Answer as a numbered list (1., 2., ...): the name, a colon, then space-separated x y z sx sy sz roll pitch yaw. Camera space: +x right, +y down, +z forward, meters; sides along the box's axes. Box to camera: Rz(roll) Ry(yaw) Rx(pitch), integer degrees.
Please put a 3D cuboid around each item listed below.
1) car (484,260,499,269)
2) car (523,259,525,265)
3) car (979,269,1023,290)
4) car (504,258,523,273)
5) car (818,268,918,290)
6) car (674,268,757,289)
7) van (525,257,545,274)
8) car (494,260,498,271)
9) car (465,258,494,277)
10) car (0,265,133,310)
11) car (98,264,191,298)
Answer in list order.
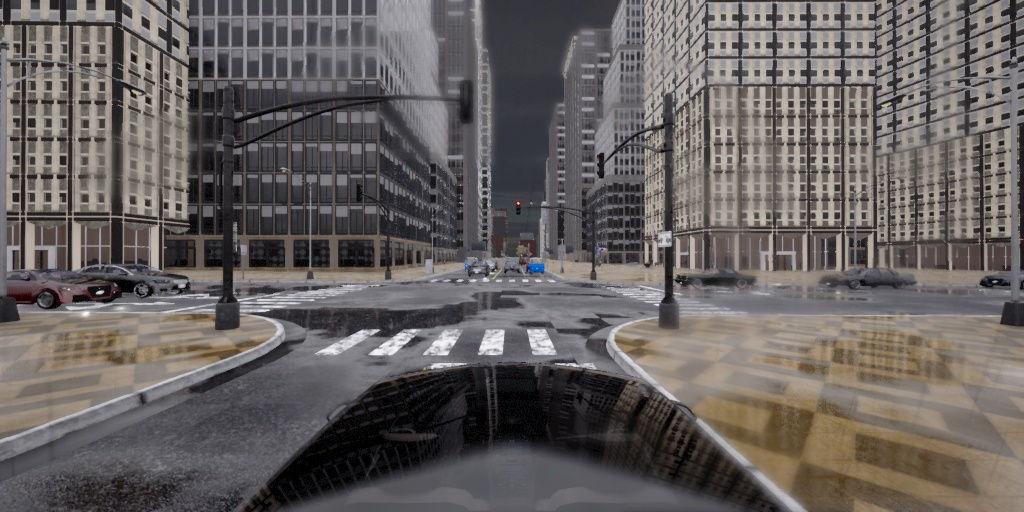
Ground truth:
1. car: -3.146 1.302 56.460 2.033 1.411 5.357 0 0 0
2. car: 2.617 1.299 45.359 1.888 1.381 4.507 0 0 0
3. car: 34.853 1.585 24.457 4.181 1.385 1.994 0 0 -1
4. car: 0.010 1.301 44.431 2.033 1.411 5.357 0 0 0
5. car: 23.966 1.500 24.206 5.357 1.411 2.033 0 0 -1
6. car: 13.492 1.485 23.988 4.718 1.301 1.895 0 0 -1
7. van: 2.686 1.094 39.820 1.690 1.789 3.998 0 0 0
8. car: -3.193 1.280 45.828 1.812 1.442 4.674 0 0 0
9. car: -3.232 1.245 35.654 2.128 1.511 4.902 0 0 0
10. car: -17.424 1.170 13.393 4.181 1.385 1.994 0 0 -1
11. car: -17.810 1.110 16.637 4.902 1.511 2.128 0 0 -1
